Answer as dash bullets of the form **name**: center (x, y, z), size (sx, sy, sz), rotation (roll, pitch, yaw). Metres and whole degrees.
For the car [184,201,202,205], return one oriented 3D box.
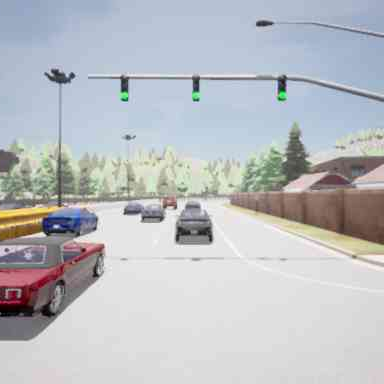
- **car**: center (0.106, 1.824, 39.505), size (1.882, 1.535, 5.008), rotation (0, 0, 0)

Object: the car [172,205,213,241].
- **car**: center (0.103, 1.647, 17.651), size (2.128, 1.511, 4.902), rotation (0, -1, 0)

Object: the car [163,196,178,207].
- **car**: center (-3.455, 1.686, 52.913), size (2.150, 2.045, 5.566), rotation (0, 0, 1)

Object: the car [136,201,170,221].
- **car**: center (-3.396, 1.810, 29.935), size (2.033, 1.411, 5.357), rotation (0, 0, 0)

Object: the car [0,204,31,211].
- **car**: center (-17.495, 1.830, 32.184), size (2.033, 1.411, 5.357), rotation (0, 0, 0)

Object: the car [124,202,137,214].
- **car**: center (-6.894, 1.913, 39.910), size (1.994, 1.385, 4.181), rotation (0, 0, 0)

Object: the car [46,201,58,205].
- **car**: center (-17.494, 1.898, 42.508), size (1.812, 1.442, 4.674), rotation (0, 0, 0)

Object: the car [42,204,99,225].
- **car**: center (-6.897, 1.648, 19.381), size (1.882, 1.535, 5.008), rotation (0, -1, 0)

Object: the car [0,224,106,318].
- **car**: center (-3.399, 1.668, 7.520), size (1.895, 1.301, 4.718), rotation (0, -1, 0)
